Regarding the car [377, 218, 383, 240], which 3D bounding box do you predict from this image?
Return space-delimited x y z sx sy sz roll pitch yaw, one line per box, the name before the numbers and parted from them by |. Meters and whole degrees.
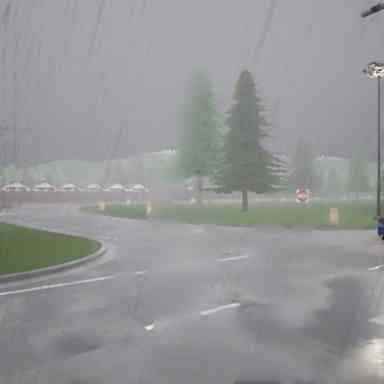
car | 10.686 1.503 15.666 5.008 1.535 1.882 0 0 -35
